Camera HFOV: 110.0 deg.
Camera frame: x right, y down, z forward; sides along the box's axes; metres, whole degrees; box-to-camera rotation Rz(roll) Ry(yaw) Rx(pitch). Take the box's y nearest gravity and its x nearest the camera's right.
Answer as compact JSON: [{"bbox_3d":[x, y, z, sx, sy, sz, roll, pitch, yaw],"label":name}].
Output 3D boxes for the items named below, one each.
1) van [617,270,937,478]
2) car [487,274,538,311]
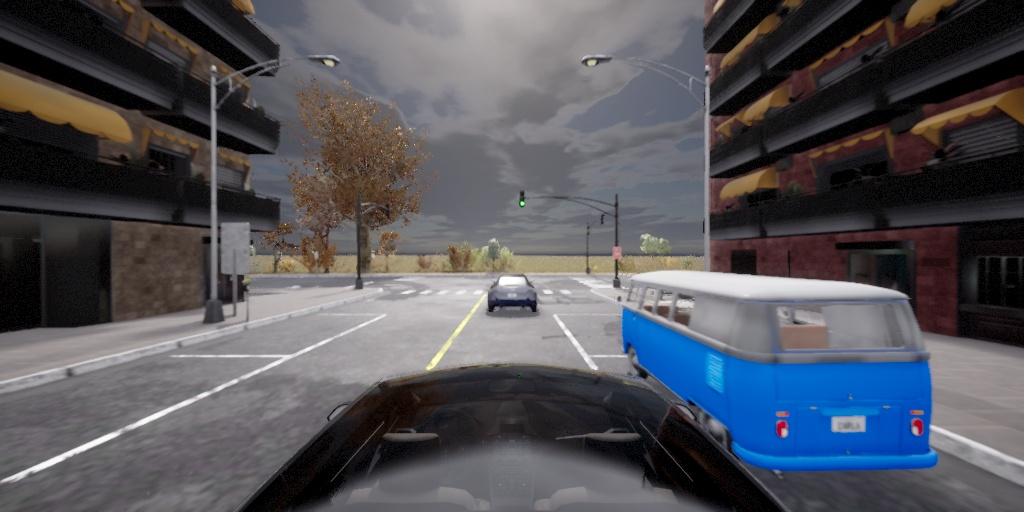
[{"bbox_3d":[2.691,1.119,4.699,1.690,1.789,3.998,0,0,0],"label":"van"},{"bbox_3d":[0.033,1.442,15.261,1.994,1.385,4.181,0,0,1],"label":"car"}]
